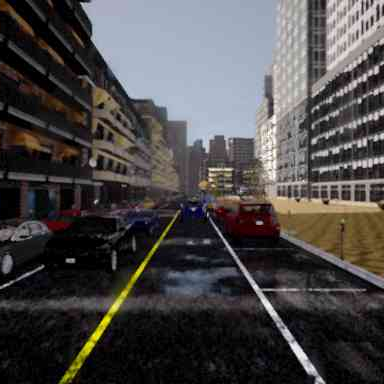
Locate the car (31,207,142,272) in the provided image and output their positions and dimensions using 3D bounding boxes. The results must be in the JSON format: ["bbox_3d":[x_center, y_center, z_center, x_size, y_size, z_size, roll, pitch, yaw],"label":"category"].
[{"bbox_3d":[-3.089,1.484,10.979,1.882,1.535,5.008,0,0,0],"label":"car"}]

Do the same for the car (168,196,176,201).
[{"bbox_3d":[-5.652,1.693,93.035,2.008,1.369,4.403,0,0,0],"label":"car"}]

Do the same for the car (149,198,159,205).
[{"bbox_3d":[-5.675,1.566,43.125,1.752,1.417,4.829,0,0,0],"label":"car"}]

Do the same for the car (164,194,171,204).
[{"bbox_3d":[-5.665,1.624,65.401,1.887,1.381,4.507,0,0,0],"label":"car"}]

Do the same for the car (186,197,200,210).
[{"bbox_3d":[0.104,1.550,45.309,1.837,1.490,4.892,0,0,0],"label":"car"}]

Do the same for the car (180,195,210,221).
[{"bbox_3d":[0.113,1.373,27.230,2.097,1.767,4.553,0,0,0],"label":"car"}]

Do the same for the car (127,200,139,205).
[{"bbox_3d":[-5.683,1.603,26.715,1.802,1.307,4.206,0,0,0],"label":"car"}]

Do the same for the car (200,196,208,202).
[{"bbox_3d":[2.720,1.684,76.451,1.802,1.307,4.206,0,0,0],"label":"car"}]

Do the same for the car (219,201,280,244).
[{"bbox_3d":[2.691,1.325,15.657,2.192,1.841,5.009,0,0,0],"label":"car"}]

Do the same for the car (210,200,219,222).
[{"bbox_3d":[2.697,1.566,26.711,1.887,1.381,4.507,0,0,0],"label":"car"}]

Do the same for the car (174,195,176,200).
[{"bbox_3d":[-5.660,1.430,81.981,2.192,1.841,5.009,0,0,0],"label":"car"}]

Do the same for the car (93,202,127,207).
[{"bbox_3d":[-5.686,1.456,21.188,1.967,1.590,4.097,0,0,0],"label":"car"}]

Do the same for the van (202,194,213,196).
[{"bbox_3d":[2.706,1.389,48.817,1.690,1.788,3.998,0,0,0],"label":"van"}]

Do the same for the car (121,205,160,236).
[{"bbox_3d":[-2.992,1.614,18.680,1.895,1.301,4.718,0,0,0],"label":"car"}]

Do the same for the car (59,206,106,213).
[{"bbox_3d":[-5.688,1.556,15.660,1.887,1.381,4.507,0,0,0],"label":"car"}]

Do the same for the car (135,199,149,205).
[{"bbox_3d":[-5.681,1.467,32.241,1.967,1.590,4.097,0,0,0],"label":"car"}]

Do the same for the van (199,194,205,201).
[{"bbox_3d":[2.726,1.482,93.031,1.690,1.788,3.998,0,0,0],"label":"van"}]

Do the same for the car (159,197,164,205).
[{"bbox_3d":[-5.673,1.593,48.820,1.887,1.381,4.507,0,0,0],"label":"car"}]

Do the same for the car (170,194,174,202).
[{"bbox_3d":[-5.661,1.628,76.285,1.752,1.417,4.829,0,0,0],"label":"car"}]

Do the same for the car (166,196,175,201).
[{"bbox_3d":[-5.655,1.679,87.508,2.008,1.369,4.403,0,0,0],"label":"car"}]

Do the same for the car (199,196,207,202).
[{"bbox_3d":[2.722,1.696,81.976,1.802,1.307,4.206,0,0,0],"label":"car"}]

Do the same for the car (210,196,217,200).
[{"bbox_3d":[2.705,1.566,43.461,1.752,1.417,4.829,0,0,0],"label":"car"}]

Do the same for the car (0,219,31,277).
[{"bbox_3d":[-5.690,1.557,10.135,2.008,1.369,4.403,0,0,0],"label":"car"}]
